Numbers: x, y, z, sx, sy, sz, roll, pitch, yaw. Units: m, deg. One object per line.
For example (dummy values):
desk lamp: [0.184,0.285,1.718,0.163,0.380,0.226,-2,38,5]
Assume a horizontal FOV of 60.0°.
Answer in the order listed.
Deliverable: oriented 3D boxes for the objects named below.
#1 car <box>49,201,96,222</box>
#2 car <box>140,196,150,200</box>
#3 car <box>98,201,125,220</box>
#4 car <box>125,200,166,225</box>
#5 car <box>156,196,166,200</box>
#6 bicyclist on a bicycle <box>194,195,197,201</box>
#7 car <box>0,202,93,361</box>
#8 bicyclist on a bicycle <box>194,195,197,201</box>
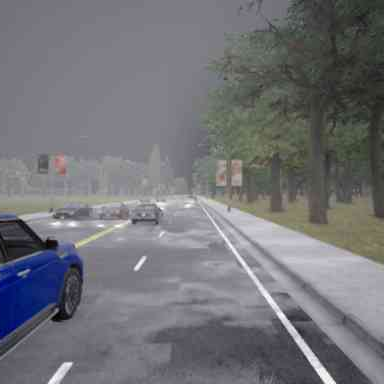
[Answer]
car: [-9.857,1.570,27.970,2.033,1.411,5.357,0,0,0]
car: [-9.768,1.609,69.341,2.128,1.511,4.902,0,0,0]
car: [-6.602,1.549,28.538,1.812,1.442,4.674,0,0,0]
car: [-3.161,1.565,24.239,2.033,1.411,5.357,0,0,0]
car: [-6.518,1.609,69.759,2.128,1.511,4.902,0,0,0]
bicyclist on a bicycle: [0.866,1.568,88.147,0.866,1.612,1.509,0,0,0]
car: [-3.171,1.224,4.120,2.150,2.045,5.566,0,0,0]
bicyclist on a bicycle: [0.869,1.549,79.147,0.866,1.612,1.509,0,0,0]
